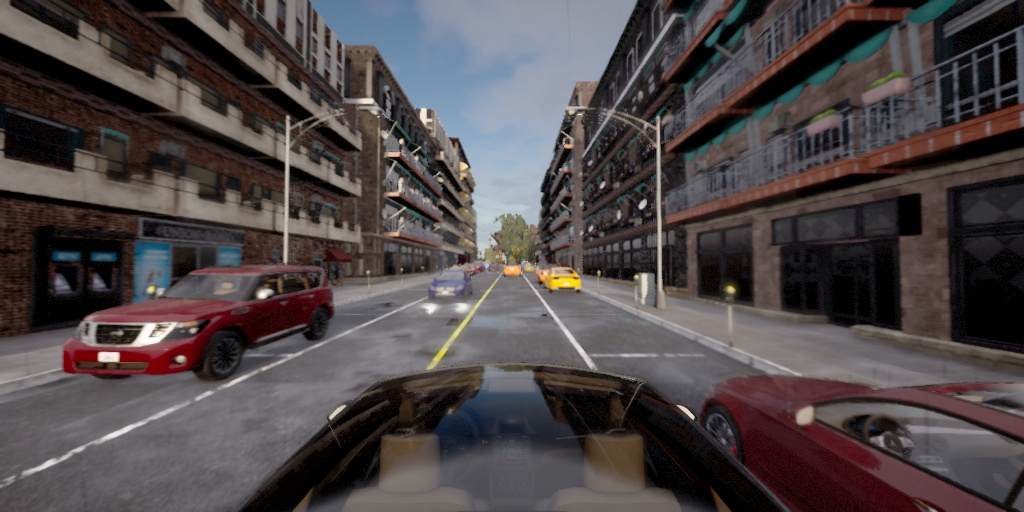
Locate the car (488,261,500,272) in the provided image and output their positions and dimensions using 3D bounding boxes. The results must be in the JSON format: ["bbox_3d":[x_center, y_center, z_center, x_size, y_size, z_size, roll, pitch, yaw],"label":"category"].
[{"bbox_3d":[-3.039,1.976,59.743,1.994,1.385,4.181,0,-1,1],"label":"car"}]

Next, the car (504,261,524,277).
[{"bbox_3d":[0.062,1.585,44.261,2.097,1.767,4.553,0,-1,0],"label":"car"}]

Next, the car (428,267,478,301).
[{"bbox_3d":[-3.097,1.470,18.906,1.812,1.442,4.674,0,-1,0],"label":"car"}]

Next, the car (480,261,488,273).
[{"bbox_3d":[-5.678,1.712,58.509,2.192,1.841,5.009,0,0,0],"label":"car"}]

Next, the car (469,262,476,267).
[{"bbox_3d":[-5.681,1.746,41.524,1.888,1.381,4.507,0,0,0],"label":"car"}]

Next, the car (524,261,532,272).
[{"bbox_3d":[2.705,1.922,58.639,1.751,1.417,4.829,0,0,0],"label":"car"}]

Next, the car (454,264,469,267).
[{"bbox_3d":[-5.683,1.662,35.694,1.751,1.417,4.829,0,0,0],"label":"car"}]

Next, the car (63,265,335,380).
[{"bbox_3d":[-5.688,1.131,7.557,2.192,1.841,5.009,0,0,0],"label":"car"}]

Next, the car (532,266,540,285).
[{"bbox_3d":[3.118,1.423,30.074,2.097,1.767,4.553,0,-1,0],"label":"car"}]

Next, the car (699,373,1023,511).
[{"bbox_3d":[2.691,1.334,1.854,1.802,1.307,4.207,0,0,0],"label":"car"}]

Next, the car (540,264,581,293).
[{"bbox_3d":[3.144,1.469,23.102,1.882,1.535,5.008,0,-1,0],"label":"car"}]

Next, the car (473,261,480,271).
[{"bbox_3d":[-5.680,1.706,47.187,1.967,1.591,4.097,0,0,0],"label":"car"}]
